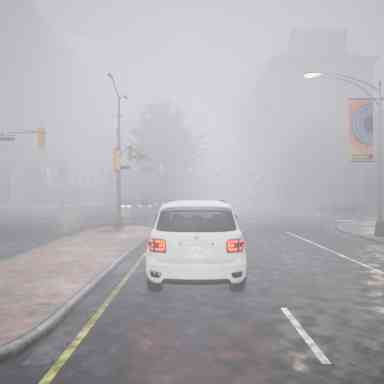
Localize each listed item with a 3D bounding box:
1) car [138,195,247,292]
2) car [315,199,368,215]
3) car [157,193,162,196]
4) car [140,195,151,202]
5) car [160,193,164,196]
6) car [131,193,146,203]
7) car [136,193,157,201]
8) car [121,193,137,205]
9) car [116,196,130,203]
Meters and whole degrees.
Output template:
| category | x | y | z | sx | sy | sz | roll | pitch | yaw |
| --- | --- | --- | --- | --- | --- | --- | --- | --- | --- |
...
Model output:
| category | x | y | z | sx | sy | sz | roll | pitch | yaw |
| --- | --- | --- | --- | --- | --- | --- | --- | --- | --- |
| car | 0.108 | 1.221 | 9.101 | 2.150 | 2.045 | 5.566 | 0 | 0 | 1 |
| car | 14.791 | 1.491 | 32.947 | 4.902 | 1.511 | 2.128 | 0 | 0 | 1 |
| car | -7.753 | 1.526 | 66.874 | 1.812 | 1.442 | 4.674 | 0 | 0 | 1 |
| car | -11.175 | 1.525 | 80.129 | 2.128 | 1.511 | 4.902 | 0 | 0 | 0 |
| car | -7.685 | 1.225 | 77.636 | 2.150 | 2.045 | 5.566 | 0 | 0 | 0 |
| car | -11.218 | 1.225 | 69.691 | 2.150 | 2.045 | 5.566 | 0 | 0 | 0 |
| car | -7.845 | 1.352 | 57.989 | 2.097 | 1.767 | 4.553 | 0 | 0 | 0 |
| car | -11.326 | 1.491 | 59.772 | 2.128 | 1.511 | 4.902 | 0 | 0 | 1 |
| car | -14.466 | 1.595 | 69.824 | 1.895 | 1.301 | 4.718 | 0 | 0 | 0 |
